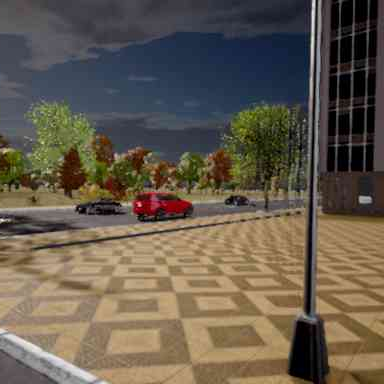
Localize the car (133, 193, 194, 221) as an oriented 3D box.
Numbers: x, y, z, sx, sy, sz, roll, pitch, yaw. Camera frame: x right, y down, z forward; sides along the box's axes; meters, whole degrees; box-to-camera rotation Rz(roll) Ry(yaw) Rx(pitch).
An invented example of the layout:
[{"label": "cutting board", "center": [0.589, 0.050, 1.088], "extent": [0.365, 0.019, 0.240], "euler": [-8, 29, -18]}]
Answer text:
[{"label": "car", "center": [-2.215, 1.092, 26.788], "extent": [2.150, 2.045, 5.566], "euler": [2, 1, 39]}]

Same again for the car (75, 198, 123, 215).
[{"label": "car", "center": [-8.290, 1.265, 29.823], "extent": [1.994, 1.385, 4.181], "euler": [2, 1, 38]}]

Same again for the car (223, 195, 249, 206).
[{"label": "car", "center": [6.480, 1.192, 48.503], "extent": [1.837, 1.490, 4.892], "euler": [2, 1, 39]}]
